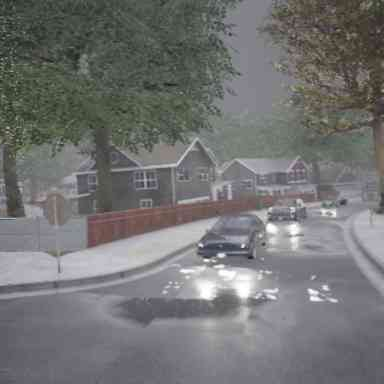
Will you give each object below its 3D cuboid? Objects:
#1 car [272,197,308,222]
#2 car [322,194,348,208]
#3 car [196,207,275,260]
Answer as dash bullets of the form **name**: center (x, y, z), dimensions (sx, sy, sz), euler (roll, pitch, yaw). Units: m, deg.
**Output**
- **car**: center (7.270, 1.226, 25.137), dimensions (2.097, 1.767, 4.553), euler (-2, 0, 30)
- **car**: center (16.723, 1.044, 38.844), dimensions (2.128, 1.511, 4.902), euler (-1, 1, 41)
- **car**: center (1.795, 1.586, 12.969), dimensions (2.033, 1.411, 5.357), euler (-2, 0, 20)
